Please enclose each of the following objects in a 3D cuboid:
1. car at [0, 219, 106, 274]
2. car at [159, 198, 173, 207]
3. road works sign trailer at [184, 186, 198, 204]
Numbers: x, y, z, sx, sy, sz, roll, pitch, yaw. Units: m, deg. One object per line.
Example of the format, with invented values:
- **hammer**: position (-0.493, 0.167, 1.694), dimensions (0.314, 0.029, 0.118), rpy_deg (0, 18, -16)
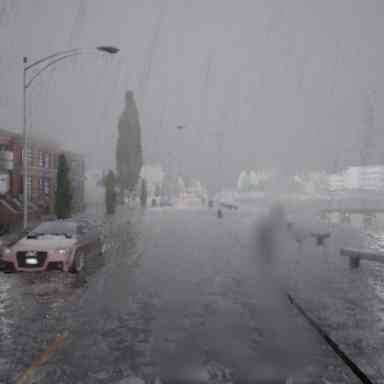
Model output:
- **car**: position (-4.101, 1.572, 10.485), dimensions (1.994, 1.385, 4.181), rpy_deg (0, 0, 0)
- **car**: position (-4.067, 1.643, 52.703), dimensions (1.895, 1.301, 4.718), rpy_deg (0, 0, 0)
- **road works sign trailer**: position (-0.009, 0.517, 65.608), dimensions (2.380, 3.560, 2.880), rpy_deg (0, 0, 0)
